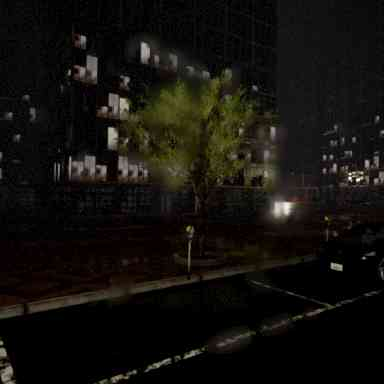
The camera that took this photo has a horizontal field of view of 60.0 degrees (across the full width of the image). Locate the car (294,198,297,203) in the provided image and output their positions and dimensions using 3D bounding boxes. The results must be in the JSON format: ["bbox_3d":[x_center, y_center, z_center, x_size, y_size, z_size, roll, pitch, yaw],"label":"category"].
[{"bbox_3d":[27.352,2.128,88.303,1.802,1.307,4.206,1,-1,-20],"label":"car"}]

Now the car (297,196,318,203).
[{"bbox_3d":[29.285,1.825,83.055,2.192,1.841,5.009,1,-1,-20],"label":"car"}]

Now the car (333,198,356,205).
[{"bbox_3d":[33.141,1.989,72.550,2.008,1.369,4.403,1,-1,-20],"label":"car"}]

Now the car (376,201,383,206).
[{"bbox_3d":[36.942,1.893,62.207,1.752,1.417,4.829,1,-1,-20],"label":"car"}]

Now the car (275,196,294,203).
[{"bbox_3d":[21.897,1.799,80.313,1.967,1.590,4.097,1,-1,-20],"label":"car"}]

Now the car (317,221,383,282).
[{"bbox_3d":[5.565,1.574,9.832,4.313,1.339,1.947,0,1,-34],"label":"car"}]

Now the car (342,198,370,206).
[{"bbox_3d":[29.610,1.767,59.316,2.008,1.369,4.403,1,-1,-20],"label":"car"}]

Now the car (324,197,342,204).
[{"bbox_3d":[27.683,1.692,64.566,1.967,1.590,4.097,1,-1,-20],"label":"car"}]
